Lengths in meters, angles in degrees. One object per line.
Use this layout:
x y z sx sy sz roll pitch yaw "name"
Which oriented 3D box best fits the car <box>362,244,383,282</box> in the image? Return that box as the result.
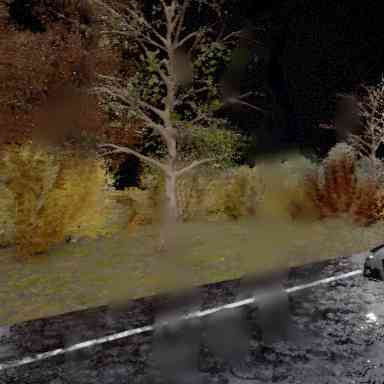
6.167 1.565 8.413 4.181 1.385 1.994 0 0 -36 "car"
